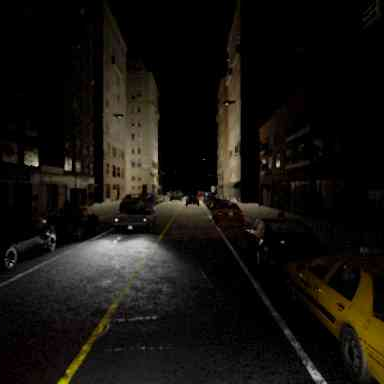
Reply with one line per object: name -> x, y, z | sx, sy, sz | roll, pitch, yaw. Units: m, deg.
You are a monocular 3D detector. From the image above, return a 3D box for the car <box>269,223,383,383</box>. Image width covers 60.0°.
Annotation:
car -> 2.672, 1.490, 5.133 | 1.752, 1.417, 4.829 | 0, 0, 0

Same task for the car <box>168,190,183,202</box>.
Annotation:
car -> -2.953, 0.827, 61.951 | 2.150, 2.045, 5.566 | 0, 0, 0

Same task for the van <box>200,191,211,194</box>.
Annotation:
van -> 2.710, 0.942, 55.985 | 1.690, 1.788, 3.998 | 0, 0, 0

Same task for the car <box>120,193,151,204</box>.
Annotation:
car -> -5.833, 1.082, 33.302 | 2.192, 1.841, 5.009 | 0, 0, 0

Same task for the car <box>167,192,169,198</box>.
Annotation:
car -> -5.811, 1.105, 61.644 | 2.008, 1.369, 4.403 | 0, 0, 0

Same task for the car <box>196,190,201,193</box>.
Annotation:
car -> 2.735, 0.773, 88.850 | 1.967, 1.590, 4.097 | 0, 0, 0

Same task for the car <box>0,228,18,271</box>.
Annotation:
car -> -3.072, 1.341, 1.516 | 2.097, 1.767, 4.553 | 0, 0, 0

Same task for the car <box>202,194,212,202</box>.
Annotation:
car -> 2.715, 1.078, 61.826 | 1.752, 1.417, 4.829 | 0, 0, 0

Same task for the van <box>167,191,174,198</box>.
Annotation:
van -> -5.791, 0.674, 88.838 | 1.690, 1.788, 3.998 | 0, 0, 0

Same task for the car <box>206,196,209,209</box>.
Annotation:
car -> 2.693, 1.333, 33.310 | 1.947, 1.339, 4.313 | 0, 0, 0

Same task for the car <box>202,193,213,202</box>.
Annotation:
car -> 2.702, 1.239, 44.647 | 2.008, 1.369, 4.403 | 0, 0, 0

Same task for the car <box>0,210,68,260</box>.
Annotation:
car -> -5.849, 1.492, 10.631 | 1.947, 1.339, 4.313 | 0, 0, 0

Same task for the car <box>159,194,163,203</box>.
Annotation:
car -> -5.820, 1.172, 50.138 | 1.752, 1.417, 4.829 | 0, 0, 0

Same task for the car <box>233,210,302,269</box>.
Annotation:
car -> 2.676, 1.477, 10.633 | 2.008, 1.369, 4.403 | 0, 0, 0

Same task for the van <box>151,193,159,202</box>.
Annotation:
van -> -5.824, 1.029, 44.638 | 1.690, 1.788, 3.998 | 0, 0, 0

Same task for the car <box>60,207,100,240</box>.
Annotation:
car -> -5.845, 1.432, 16.299 | 1.887, 1.381, 4.507 | 0, 0, 0

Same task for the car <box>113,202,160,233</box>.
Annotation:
car -> -3.086, 1.470, 18.908 | 1.895, 1.301, 4.718 | 0, 0, 0

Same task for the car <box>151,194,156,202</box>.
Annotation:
car -> -5.828, 1.278, 38.971 | 2.008, 1.369, 4.403 | 0, 0, 0

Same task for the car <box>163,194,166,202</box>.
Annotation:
car -> -5.816, 1.127, 55.807 | 1.752, 1.417, 4.829 | 0, 0, 0

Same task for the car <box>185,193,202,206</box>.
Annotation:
car -> 0.089, 1.200, 46.462 | 1.812, 1.442, 4.674 | 0, 0, 1

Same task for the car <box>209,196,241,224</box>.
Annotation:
car -> 2.368, 1.299, 22.801 | 1.801, 1.575, 5.366 | 0, 0, 0

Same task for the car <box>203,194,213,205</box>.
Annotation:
car -> 2.697, 1.294, 38.978 | 1.947, 1.339, 4.313 | 0, 0, 0
